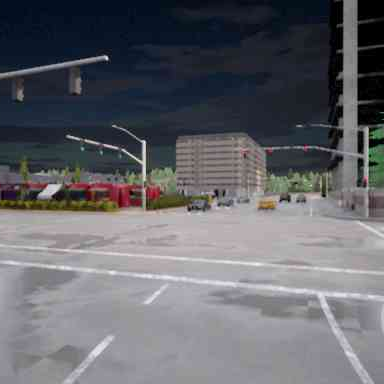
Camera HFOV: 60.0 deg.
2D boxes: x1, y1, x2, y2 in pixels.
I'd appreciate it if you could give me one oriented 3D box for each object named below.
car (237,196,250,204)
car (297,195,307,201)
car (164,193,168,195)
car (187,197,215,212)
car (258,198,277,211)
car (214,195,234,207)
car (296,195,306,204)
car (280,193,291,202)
[{"bbox_3d":[10.124,1.531,65.093,2.128,1.511,4.902,0,0,20],"label":"car"},{"bbox_3d":[25.632,1.418,77.373,2.033,1.411,5.357,0,0,19],"label":"car"},{"bbox_3d":[-6.992,1.256,81.943,4.605,1.855,1.932,0,0,20],"label":"car"},{"bbox_3d":[0.904,1.587,39.283,1.994,1.385,4.181,0,0,18],"label":"car"},{"bbox_3d":[9.660,1.504,42.423,1.882,1.535,5.008,0,0,19],"label":"car"},{"bbox_3d":[5.210,1.536,51.367,1.837,1.490,4.892,0,0,20],"label":"car"},{"bbox_3d":[22.208,1.560,67.688,2.128,1.511,4.902,0,0,19],"label":"car"},{"bbox_3d":[20.979,1.272,74.711,2.150,2.045,5.566,0,0,19],"label":"car"}]
